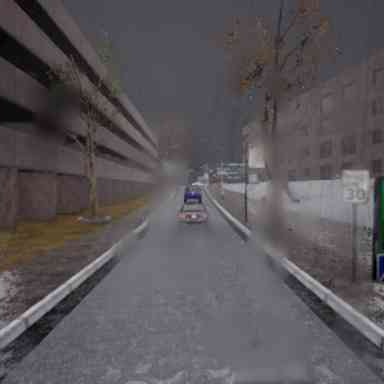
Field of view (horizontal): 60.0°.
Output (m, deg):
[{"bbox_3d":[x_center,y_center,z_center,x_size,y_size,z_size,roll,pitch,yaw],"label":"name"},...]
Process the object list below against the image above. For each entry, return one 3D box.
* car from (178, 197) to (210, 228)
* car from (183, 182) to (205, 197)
[{"bbox_3d":[0.101,1.306,20.313,2.033,1.411,5.357,0,1,0],"label":"car"},{"bbox_3d":[0.102,0.140,41.735,2.150,2.045,5.566,0,3,0],"label":"car"}]
